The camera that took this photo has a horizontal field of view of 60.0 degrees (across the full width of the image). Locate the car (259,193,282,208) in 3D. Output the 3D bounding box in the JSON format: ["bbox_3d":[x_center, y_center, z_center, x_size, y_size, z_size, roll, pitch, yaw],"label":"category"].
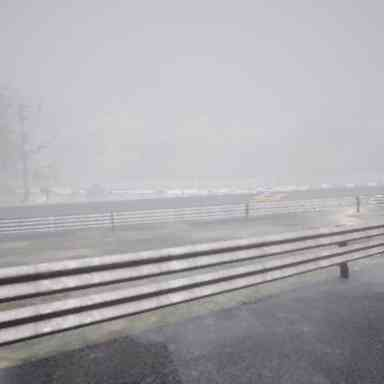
[{"bbox_3d":[10.167,0.910,35.636,5.008,1.535,1.882,-3,2,-14],"label":"car"}]

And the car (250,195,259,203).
[{"bbox_3d":[9.232,0.864,39.010,5.008,1.535,1.882,-3,2,-14],"label":"car"}]

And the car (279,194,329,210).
[{"bbox_3d":[11.126,1.041,32.269,4.181,1.385,1.994,-3,2,-14],"label":"car"}]
